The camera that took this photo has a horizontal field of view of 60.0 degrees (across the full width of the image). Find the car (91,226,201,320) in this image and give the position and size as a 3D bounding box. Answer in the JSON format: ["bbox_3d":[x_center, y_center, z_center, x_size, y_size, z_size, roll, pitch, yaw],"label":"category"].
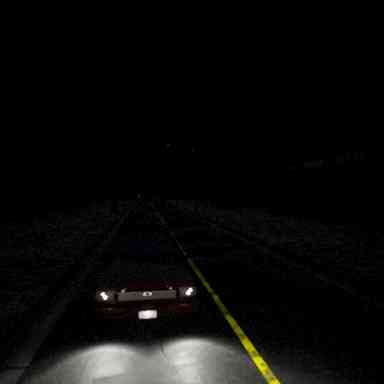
[{"bbox_3d":[-1.146,1.550,7.882,2.033,1.411,5.357,0,0,-10],"label":"car"}]
